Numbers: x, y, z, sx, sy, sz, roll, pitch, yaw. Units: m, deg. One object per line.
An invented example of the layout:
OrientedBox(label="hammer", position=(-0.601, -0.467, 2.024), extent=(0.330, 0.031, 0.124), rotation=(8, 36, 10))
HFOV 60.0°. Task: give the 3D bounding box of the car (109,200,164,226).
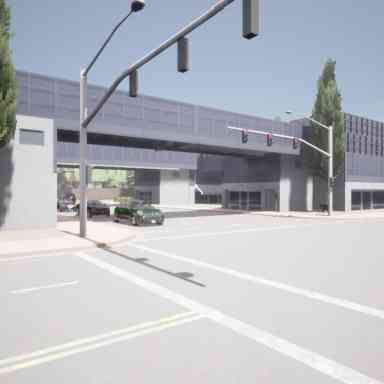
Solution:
OrientedBox(label="car", position=(-3.820, 1.352, 23.514), extent=(2.097, 1.767, 4.553), rotation=(0, 0, -36))

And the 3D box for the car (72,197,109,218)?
OrientedBox(label="car", position=(-9.268, 1.478, 31.001), extent=(1.882, 1.535, 5.008), rotation=(0, 0, -36))

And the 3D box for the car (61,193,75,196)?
OrientedBox(label="car", position=(-23.706, 1.221, 63.055), extent=(2.150, 2.045, 5.566), rotation=(0, 0, -36))

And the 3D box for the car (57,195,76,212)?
OrientedBox(label="car", position=(-14.846, 1.492, 38.674), extent=(2.128, 1.511, 4.902), rotation=(0, 0, -36))
